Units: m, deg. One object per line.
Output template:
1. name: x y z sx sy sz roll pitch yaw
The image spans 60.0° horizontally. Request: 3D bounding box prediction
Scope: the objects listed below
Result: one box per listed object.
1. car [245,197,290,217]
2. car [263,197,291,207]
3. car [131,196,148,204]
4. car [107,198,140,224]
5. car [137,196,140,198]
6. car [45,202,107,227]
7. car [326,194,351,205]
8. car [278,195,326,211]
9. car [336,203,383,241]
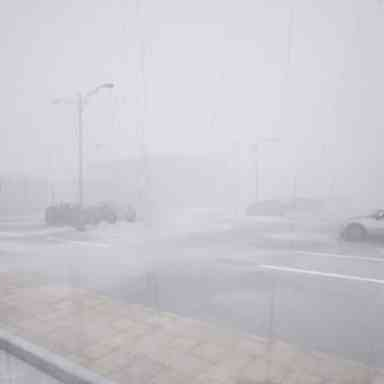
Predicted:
1. car: 6.682 1.441 30.562 3.633 1.501 1.845 -1 0 36
2. car: 13.635 1.557 53.225 3.806 1.475 1.970 -1 0 36
3. car: -13.095 1.899 82.853 1.905 1.878 3.866 -1 0 36
4. car: -6.495 1.531 25.505 5.027 1.636 2.152 -1 0 36
5. car: -11.071 2.010 76.012 2.242 1.667 4.611 -1 0 36
6. car: -8.300 1.539 22.939 4.514 1.523 2.007 -1 0 36
7. car: 20.508 1.209 48.265 4.605 1.855 1.932 -1 0 36
8. car: 12.600 1.418 38.614 4.514 1.523 2.007 -1 0 36
9. car: 8.505 1.397 14.396 3.806 1.475 1.970 -1 0 36
